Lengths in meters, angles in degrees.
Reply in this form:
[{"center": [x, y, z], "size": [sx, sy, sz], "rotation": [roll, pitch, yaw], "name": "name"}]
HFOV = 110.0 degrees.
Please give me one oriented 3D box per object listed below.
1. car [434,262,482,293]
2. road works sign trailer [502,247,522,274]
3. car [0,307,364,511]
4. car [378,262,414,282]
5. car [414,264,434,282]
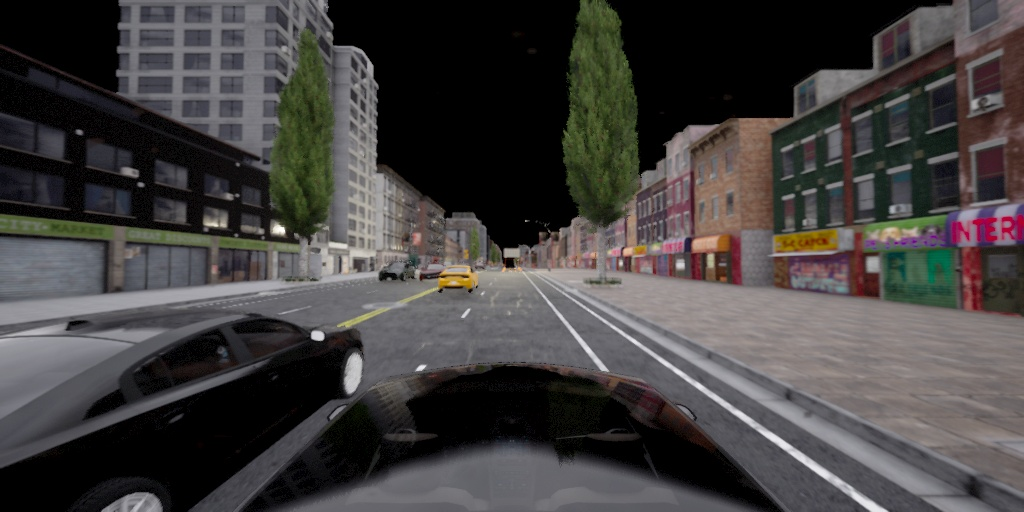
[{"center": [-3.147, 1.315, 21.802], "size": [1.882, 1.535, 5.008], "rotation": [0, 0, 0], "name": "car"}, {"center": [0.008, 0.601, 49.434], "size": [2.380, 3.560, 2.880], "rotation": [0, 0, 0], "name": "road works sign trailer"}, {"center": [-3.150, 1.230, 3.433], "size": [1.882, 1.535, 5.008], "rotation": [0, 0, 0], "name": "car"}, {"center": [-9.837, 1.272, 30.974], "size": [2.097, 1.767, 4.553], "rotation": [0, -1, 0], "name": "car"}, {"center": [-6.588, 1.397, 30.888], "size": [1.882, 1.535, 5.008], "rotation": [0, -1, 0], "name": "car"}]
